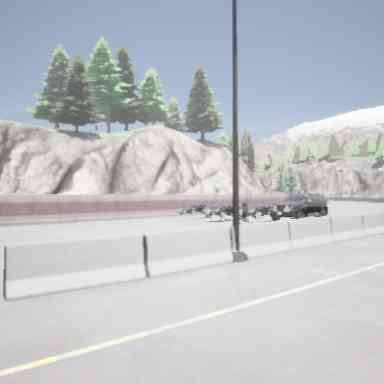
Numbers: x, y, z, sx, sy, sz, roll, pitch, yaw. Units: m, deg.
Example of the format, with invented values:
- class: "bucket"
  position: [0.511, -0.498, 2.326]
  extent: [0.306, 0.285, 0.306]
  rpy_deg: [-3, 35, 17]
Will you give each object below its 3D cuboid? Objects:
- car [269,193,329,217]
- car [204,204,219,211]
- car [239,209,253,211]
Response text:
- class: "car"
  position: [7.825, 1.096, 23.967]
  extent: [5.566, 2.045, 2.150]
  rpy_deg: [0, -1, -43]
- class: "car"
  position: [3.036, 1.474, 29.067]
  extent: [4.902, 1.511, 2.128]
  rpy_deg: [0, -1, -43]
- class: "car"
  position: [5.442, 1.396, 26.526]
  extent: [4.902, 1.511, 2.128]
  rpy_deg: [0, -1, -43]
